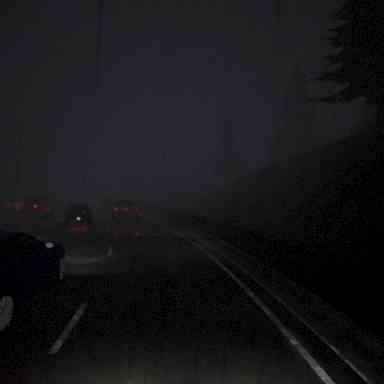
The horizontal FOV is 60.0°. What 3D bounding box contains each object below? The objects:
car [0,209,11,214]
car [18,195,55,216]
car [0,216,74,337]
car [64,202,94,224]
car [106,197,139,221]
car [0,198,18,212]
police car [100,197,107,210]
[{"bbox_3d":[-8.433,1.560,12.012,1.812,1.442,4.674,0,0,-11],"label":"car"},{"bbox_3d":[-13.790,1.277,30.048,2.150,2.045,5.566,0,0,-18],"label":"car"},{"bbox_3d":[-4.004,1.494,6.565,1.882,1.535,5.008,0,0,-5],"label":"car"},{"bbox_3d":[-8.400,1.538,24.786,1.837,1.490,4.892,0,0,-18],"label":"car"},{"bbox_3d":[-5.784,1.374,28.018,2.097,1.767,4.553,0,0,-18],"label":"car"},{"bbox_3d":[-19.636,1.432,36.489,2.097,1.767,4.553,0,0,-18],"label":"car"},{"bbox_3d":[-10.940,1.467,43.517,1.930,1.638,5.238,0,0,-18],"label":"police car"}]
